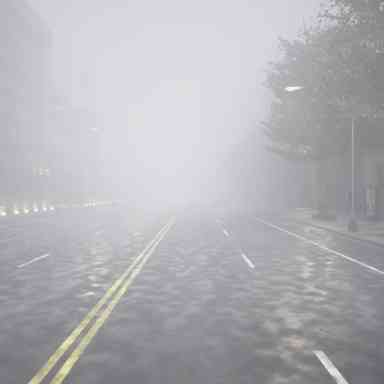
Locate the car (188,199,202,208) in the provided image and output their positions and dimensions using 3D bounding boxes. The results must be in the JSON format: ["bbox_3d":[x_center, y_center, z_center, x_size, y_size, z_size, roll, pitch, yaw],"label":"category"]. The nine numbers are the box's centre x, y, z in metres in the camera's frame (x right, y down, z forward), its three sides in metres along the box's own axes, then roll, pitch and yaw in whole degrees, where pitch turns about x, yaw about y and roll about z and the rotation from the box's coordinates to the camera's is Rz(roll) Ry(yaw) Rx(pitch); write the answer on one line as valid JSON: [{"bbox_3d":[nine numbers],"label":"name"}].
[{"bbox_3d":[0.420,1.601,48.240,1.895,1.301,4.718,0,0,0],"label":"car"}]

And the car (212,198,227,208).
[{"bbox_3d":[3.911,1.564,47.306,1.994,1.385,4.181,0,0,0],"label":"car"}]
